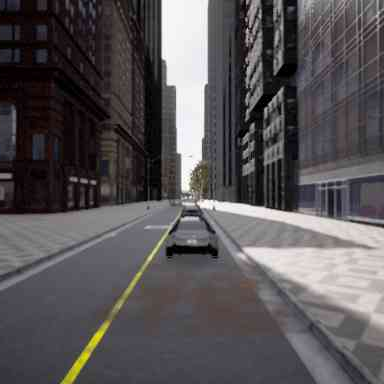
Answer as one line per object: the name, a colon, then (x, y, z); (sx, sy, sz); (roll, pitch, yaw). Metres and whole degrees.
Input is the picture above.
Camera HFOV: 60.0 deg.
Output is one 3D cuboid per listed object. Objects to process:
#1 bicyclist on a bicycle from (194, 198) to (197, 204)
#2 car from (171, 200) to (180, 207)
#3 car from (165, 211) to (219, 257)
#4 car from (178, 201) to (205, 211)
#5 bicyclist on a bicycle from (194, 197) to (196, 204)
bicyclist on a bicycle: (0.804, 2.232, 76.961); (0.866, 1.612, 1.509); (0, -1, 0)
car: (-3.035, 2.224, 65.031); (1.994, 1.385, 4.181); (0, -1, 1)
car: (0.016, 1.704, 13.515); (1.994, 1.385, 4.181); (0, 0, 0)
car: (0.012, 1.795, 28.513); (1.837, 1.490, 4.892); (0, 0, 0)
bicyclist on a bicycle: (0.805, 2.271, 85.958); (0.659, 1.776, 1.843); (0, 0, 0)
